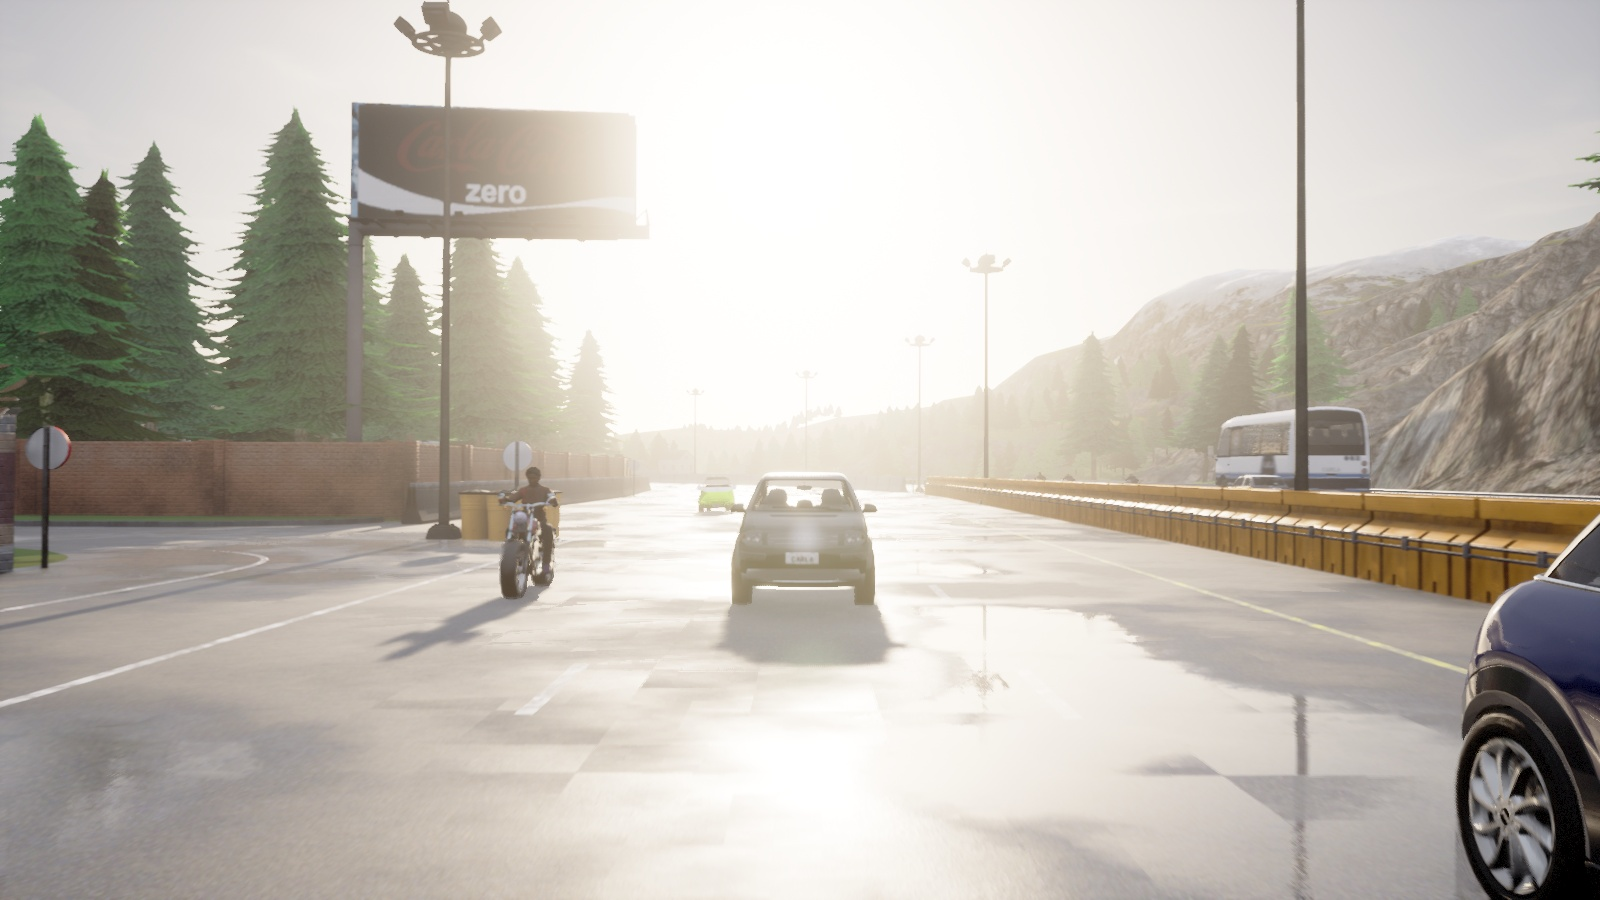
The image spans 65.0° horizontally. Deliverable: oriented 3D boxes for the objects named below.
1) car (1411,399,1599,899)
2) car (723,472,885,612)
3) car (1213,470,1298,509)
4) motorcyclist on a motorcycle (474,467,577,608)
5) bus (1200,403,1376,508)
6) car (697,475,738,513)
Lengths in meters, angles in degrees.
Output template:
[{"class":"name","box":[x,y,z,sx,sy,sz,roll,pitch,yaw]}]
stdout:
[{"class":"car","box":[3.491,0.705,2.724,2.097,1.767,4.553,0,-1,0]},{"class":"car","box":[0.062,1.060,15.821,1.789,1.549,3.705,0,-1,1]},{"class":"car","box":[17.880,1.536,49.480,1.970,1.475,3.806,0,-1,1]},{"class":"motorcyclist on a motorcycle","box":[-3.437,1.046,15.946,0.766,1.649,2.350,0,-1,1]},{"class":"bus","box":[21.442,0.291,56.098,3.944,4.253,10.273,0,-1,1]},{"class":"car","box":[-3.118,1.679,47.706,1.481,1.376,2.207,-1,-1,-2]}]
